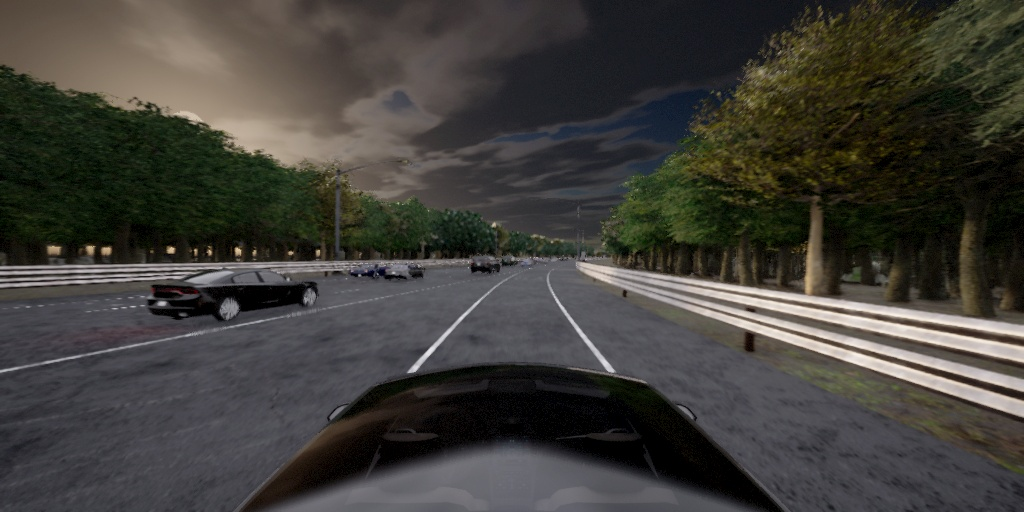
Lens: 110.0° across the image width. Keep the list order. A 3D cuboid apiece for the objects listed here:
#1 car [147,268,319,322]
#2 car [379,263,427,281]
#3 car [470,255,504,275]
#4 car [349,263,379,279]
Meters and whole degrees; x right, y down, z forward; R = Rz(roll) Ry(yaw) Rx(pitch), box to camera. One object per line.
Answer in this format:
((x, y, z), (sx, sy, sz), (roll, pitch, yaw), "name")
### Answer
((-8.788, 1.126, 11.961), (1.882, 1.535, 5.008), (0, 0, 12), "car")
((-8.595, 1.254, 29.301), (1.994, 1.385, 4.181), (0, 0, 12), "car")
((-2.826, 0.961, 39.352), (2.150, 2.045, 5.566), (0, 0, 12), "car")
((-11.798, 1.275, 31.047), (1.895, 1.301, 4.718), (0, 0, 12), "car")
